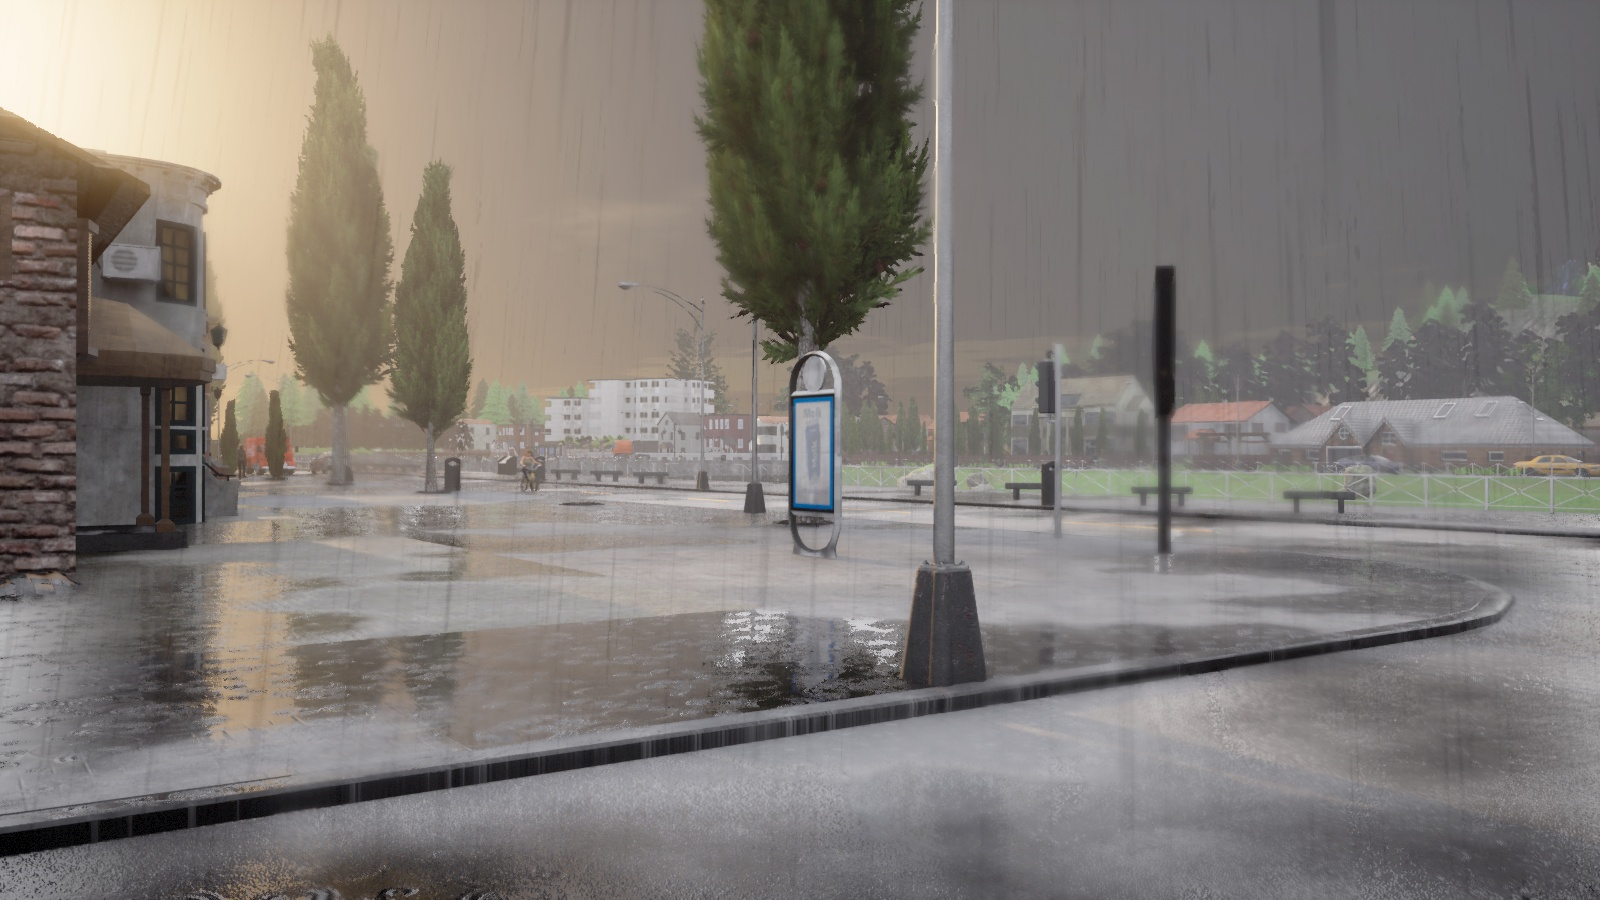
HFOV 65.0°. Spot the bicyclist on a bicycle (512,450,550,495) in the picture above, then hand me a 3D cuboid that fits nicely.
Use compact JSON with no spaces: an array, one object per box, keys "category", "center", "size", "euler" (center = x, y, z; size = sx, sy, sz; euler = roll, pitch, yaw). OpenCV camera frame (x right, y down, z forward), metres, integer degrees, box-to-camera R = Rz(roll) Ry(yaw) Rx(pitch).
[{"category":"bicyclist on a bicycle","center":[-9.995,0.816,46.558],"size":[0.866,1.612,1.509],"euler":[0,0,-35]}]

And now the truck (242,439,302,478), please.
[{"category":"truck","center":[-34.816,0.534,82.667],"size":[2.627,2.467,5.204],"euler":[0,0,-34]}]

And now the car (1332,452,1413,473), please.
[{"category":"car","center":[40.538,0.876,88.950],"size":[2.163,1.488,4.792],"euler":[0,0,-34]}]

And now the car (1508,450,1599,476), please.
[{"category":"car","center":[47.603,0.775,78.663],"size":[1.801,1.575,5.366],"euler":[0,0,-34]}]

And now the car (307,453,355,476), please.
[{"category":"car","center":[-32.015,0.969,85.652],"size":[2.007,1.525,4.514],"euler":[0,0,-34]}]

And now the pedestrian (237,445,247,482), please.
[{"category":"pedestrian","center":[-27.832,0.667,62.648],"size":[0.331,1.846,0.634],"euler":[0,0,-34]}]
